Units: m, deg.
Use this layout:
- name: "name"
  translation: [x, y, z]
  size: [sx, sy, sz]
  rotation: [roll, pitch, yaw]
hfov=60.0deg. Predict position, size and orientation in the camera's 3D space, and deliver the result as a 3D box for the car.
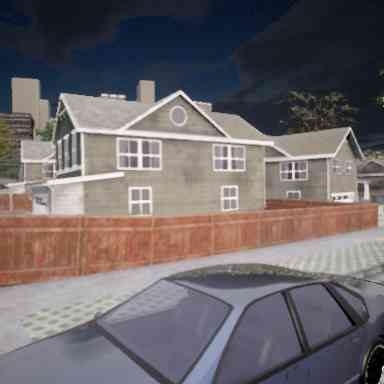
- name: "car"
  translation: [0.392, 1.554, 3.445]
  size: [5.357, 1.411, 2.033]
  rotation: [0, 0, -38]
